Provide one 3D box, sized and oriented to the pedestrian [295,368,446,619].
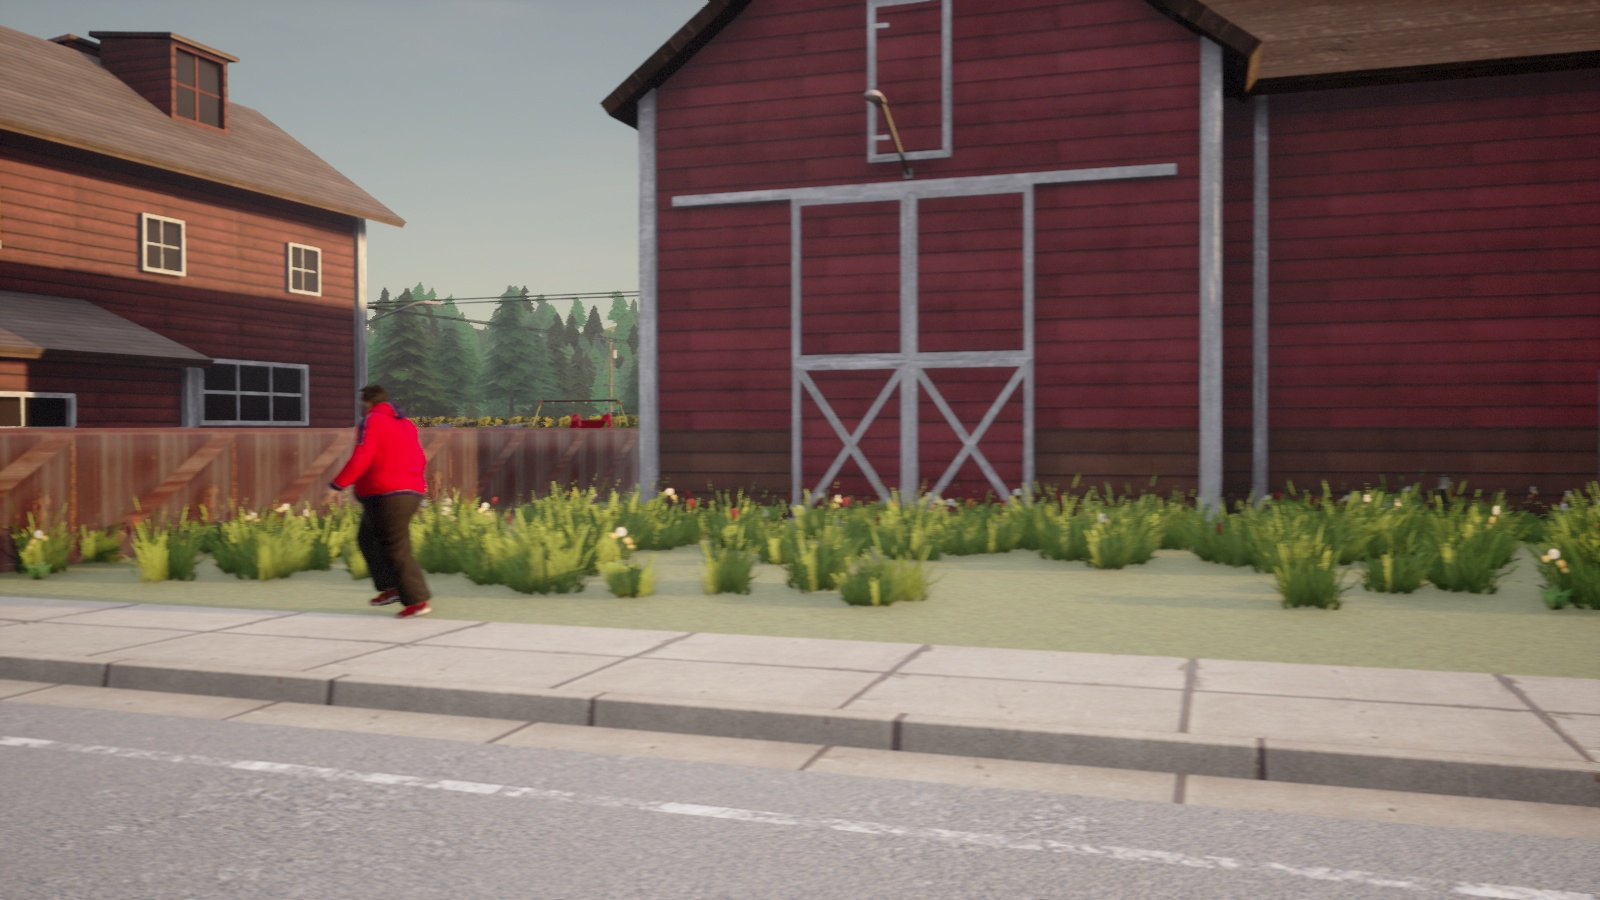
[{"bbox_3d":[-3.277,0.315,9.621,0.899,1.844,0.634,0,1,13],"label":"pedestrian"}]
